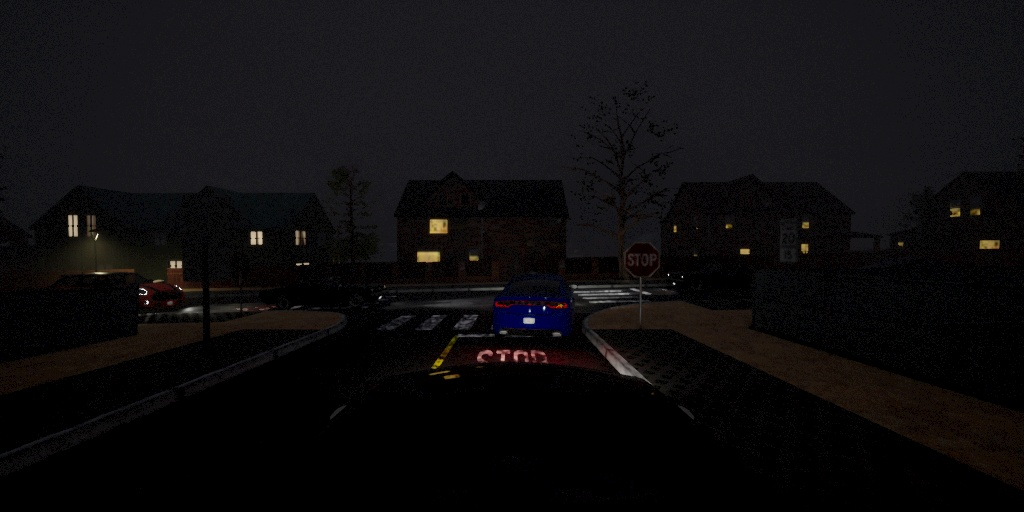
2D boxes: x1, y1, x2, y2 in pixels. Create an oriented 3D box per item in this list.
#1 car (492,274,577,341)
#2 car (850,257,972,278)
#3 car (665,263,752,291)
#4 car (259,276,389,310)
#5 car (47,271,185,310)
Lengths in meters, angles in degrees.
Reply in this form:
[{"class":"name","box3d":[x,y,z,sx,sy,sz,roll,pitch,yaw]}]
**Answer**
[{"class":"car","box3d":[0.781,1.226,10.061,1.882,1.535,5.008,0,0,10]},{"class":"car","box3d":[20.046,0.753,18.243,5.357,1.411,2.033,-1,1,0]},{"class":"car","box3d":[10.401,1.034,18.202,4.718,1.301,1.895,-1,1,-1]},{"class":"car","box3d":[-7.819,1.506,15.264,4.718,1.301,1.895,-1,1,0]},{"class":"car","box3d":[-16.807,1.471,15.251,4.553,1.767,2.097,-1,1,0]}]
